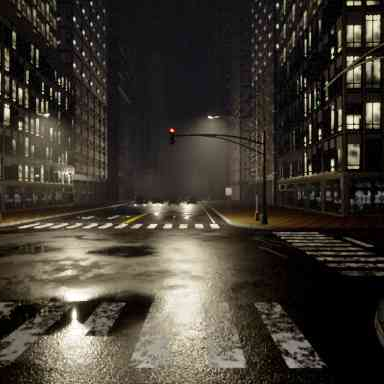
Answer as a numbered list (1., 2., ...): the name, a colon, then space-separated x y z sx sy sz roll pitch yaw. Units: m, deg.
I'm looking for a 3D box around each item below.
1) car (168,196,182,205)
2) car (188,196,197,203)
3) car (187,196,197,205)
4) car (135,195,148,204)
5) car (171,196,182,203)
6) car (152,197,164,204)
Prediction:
1. car: -3.226 1.647 59.684 2.033 1.411 5.357 0 0 0
2. car: 0.029 1.583 70.548 1.895 1.301 4.718 0 0 0
3. car: 0.024 1.648 60.100 2.033 1.411 5.357 0 0 0
4. car: -9.724 1.468 64.302 2.097 1.767 4.553 0 0 0
5. car: -3.222 1.522 70.103 1.994 1.385 4.181 0 0 0
6. car: -6.474 1.680 64.271 1.994 1.385 4.181 0 0 0
